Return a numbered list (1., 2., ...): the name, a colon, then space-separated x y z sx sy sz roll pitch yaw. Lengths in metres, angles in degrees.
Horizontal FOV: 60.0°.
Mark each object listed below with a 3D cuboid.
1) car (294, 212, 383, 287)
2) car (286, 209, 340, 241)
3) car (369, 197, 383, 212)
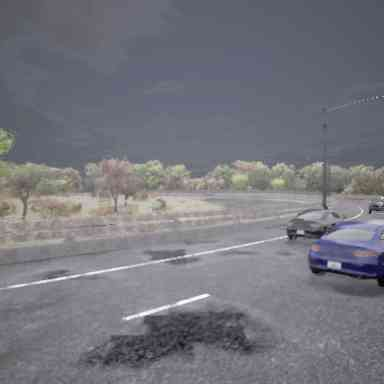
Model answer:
1. car: 4.908 1.523 9.313 1.812 1.442 4.674 0 0 45
2. car: 6.085 1.517 15.667 1.812 1.442 4.674 0 0 42
3. car: 20.220 1.346 35.741 2.097 1.767 4.553 0 0 29
